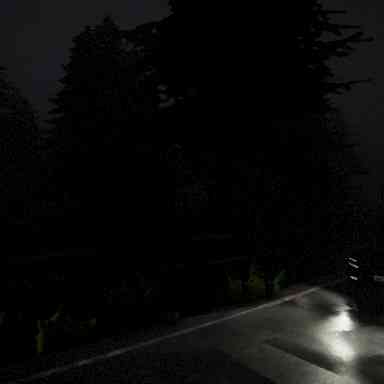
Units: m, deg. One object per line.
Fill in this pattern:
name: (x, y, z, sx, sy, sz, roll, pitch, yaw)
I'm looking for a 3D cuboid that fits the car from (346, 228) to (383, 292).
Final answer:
car: (5.804, 1.576, 8.657, 5.008, 1.535, 1.882, 1, 0, -42)
